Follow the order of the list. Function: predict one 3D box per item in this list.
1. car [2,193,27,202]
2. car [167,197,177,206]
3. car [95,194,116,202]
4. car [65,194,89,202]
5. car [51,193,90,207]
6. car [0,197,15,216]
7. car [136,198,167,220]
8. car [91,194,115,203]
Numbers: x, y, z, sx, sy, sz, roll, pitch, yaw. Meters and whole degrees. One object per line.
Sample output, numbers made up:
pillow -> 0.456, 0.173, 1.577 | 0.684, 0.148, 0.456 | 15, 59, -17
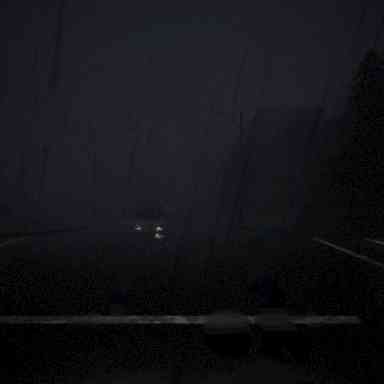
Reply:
car -> -34.948, 1.108, 65.259 | 4.605, 1.855, 1.932 | 0, 0, 0
car -> -3.416, 1.521, 53.321 | 1.812, 1.442, 4.674 | 0, 0, 0
car -> -17.883, 1.242, 68.513 | 3.806, 1.475, 1.970 | 0, 0, 0
car -> -24.927, 1.308, 72.186 | 4.514, 1.523, 2.007 | 0, 0, 0
car -> -17.179, 1.109, 46.395 | 4.605, 1.855, 1.932 | 0, 0, 0
car -> -17.343, 1.387, 27.811 | 3.633, 1.501, 1.845 | 0, 0, 0
car -> -3.458, 1.475, 28.090 | 1.882, 1.535, 5.008 | 0, 0, 0
car -> -17.569, 1.164, 62.095 | 5.027, 1.636, 2.152 | 0, 0, 0
